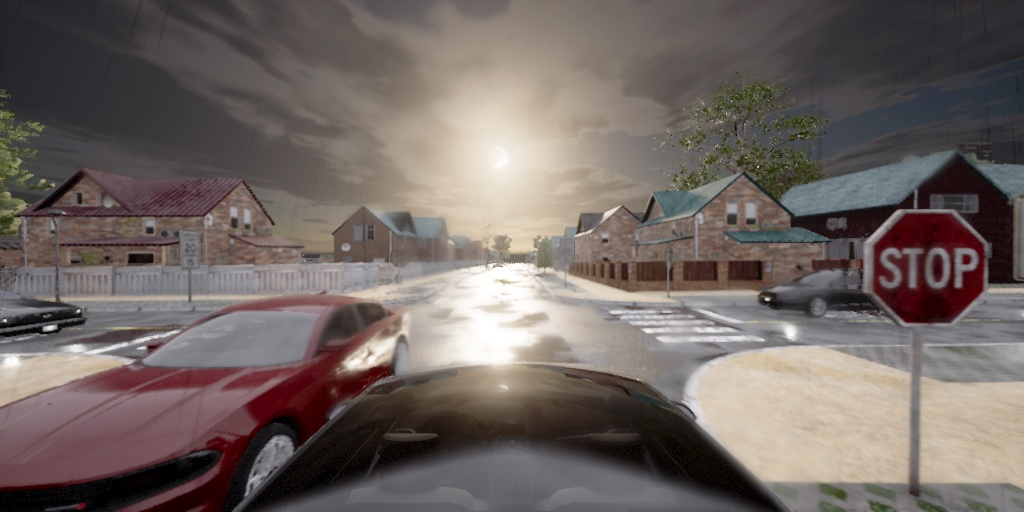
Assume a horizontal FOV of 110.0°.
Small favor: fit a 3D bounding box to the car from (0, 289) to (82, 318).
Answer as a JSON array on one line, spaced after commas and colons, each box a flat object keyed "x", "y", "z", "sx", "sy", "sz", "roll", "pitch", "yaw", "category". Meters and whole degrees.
[{"x": -14.122, "y": 1.419, "z": 8.864, "sx": 5.357, "sy": 1.411, "sz": 2.033, "roll": 0, "pitch": 0, "yaw": -1, "category": "car"}]

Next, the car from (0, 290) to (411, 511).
[{"x": -2.710, "y": 1.249, "z": 4.323, "sx": 1.882, "sy": 1.535, "sz": 5.008, "roll": 0, "pitch": -1, "yaw": 0, "category": "car"}]

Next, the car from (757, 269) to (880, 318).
[{"x": 11.038, "y": 1.199, "z": 12.193, "sx": 4.892, "sy": 1.490, "sz": 1.837, "roll": 0, "pitch": 0, "yaw": -2, "category": "car"}]

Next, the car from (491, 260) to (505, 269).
[{"x": -2.223, "y": 1.386, "z": 58.236, "sx": 1.837, "sy": 1.490, "sz": 4.892, "roll": 0, "pitch": 0, "yaw": 1, "category": "car"}]
